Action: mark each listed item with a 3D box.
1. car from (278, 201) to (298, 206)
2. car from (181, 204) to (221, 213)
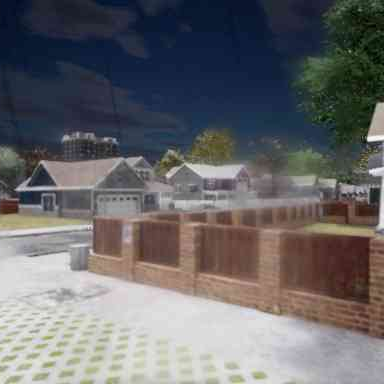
[{"bbox_3d":[13.540,1.975,46.605,1.837,1.490,4.892,-1,-1,36],"label":"car"},{"bbox_3d":[0.810,1.824,29.257,1.837,1.490,4.892,-1,-1,36],"label":"car"}]
